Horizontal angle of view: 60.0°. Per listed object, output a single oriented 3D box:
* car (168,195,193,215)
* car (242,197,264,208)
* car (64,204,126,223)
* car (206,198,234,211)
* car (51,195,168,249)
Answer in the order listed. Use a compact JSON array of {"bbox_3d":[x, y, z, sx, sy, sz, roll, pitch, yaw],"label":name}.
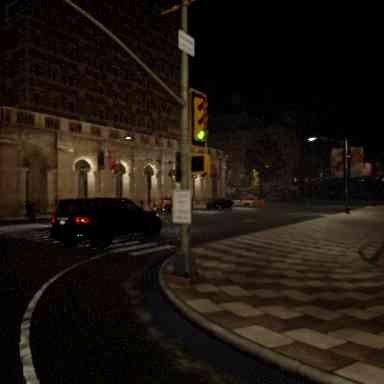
[{"bbox_3d":[-2.143,1.332,35.622,2.150,2.045,5.566,0,0,36],"label":"car"},{"bbox_3d":[9.621,1.607,52.127,1.882,1.535,5.008,0,0,35],"label":"car"},{"bbox_3d":[-7.919,1.703,27.539,1.895,1.301,4.718,0,0,36],"label":"car"},{"bbox_3d":[3.680,1.598,43.780,1.882,1.535,5.008,0,0,36],"label":"car"},{"bbox_3d":[-3.694,1.276,15.272,2.150,2.045,5.566,-1,-1,30],"label":"car"}]
